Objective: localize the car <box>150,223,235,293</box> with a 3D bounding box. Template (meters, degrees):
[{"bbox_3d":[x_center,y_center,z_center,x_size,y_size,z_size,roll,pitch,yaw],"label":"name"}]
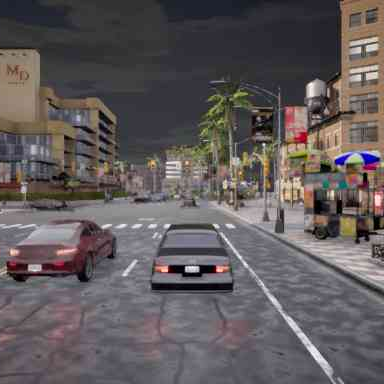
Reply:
[{"bbox_3d":[-0.004,1.547,8.970,2.033,1.411,5.357,0,0,0],"label":"car"}]

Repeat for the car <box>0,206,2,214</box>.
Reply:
[{"bbox_3d":[-20.190,1.477,30.639,5.008,1.535,1.882,0,0,3],"label":"car"}]

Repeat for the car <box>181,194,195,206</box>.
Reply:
[{"bbox_3d":[-0.417,1.491,56.193,2.128,1.511,4.902,0,0,-1],"label":"car"}]

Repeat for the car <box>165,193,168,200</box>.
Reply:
[{"bbox_3d":[-7.753,1.225,81.395,2.150,2.045,5.566,0,0,-1],"label":"car"}]

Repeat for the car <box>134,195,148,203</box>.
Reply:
[{"bbox_3d":[-11.159,1.595,71.320,1.895,1.301,4.718,0,0,-1],"label":"car"}]

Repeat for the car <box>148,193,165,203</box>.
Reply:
[{"bbox_3d":[-7.659,1.355,71.368,2.097,1.767,4.553,0,0,-1],"label":"car"}]

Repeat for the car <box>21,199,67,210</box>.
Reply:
[{"bbox_3d":[-18.962,1.547,42.759,5.357,1.411,2.033,0,0,1],"label":"car"}]

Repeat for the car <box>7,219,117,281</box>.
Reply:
[{"bbox_3d":[-3.510,1.526,9.709,1.812,1.442,4.674,0,0,0],"label":"car"}]

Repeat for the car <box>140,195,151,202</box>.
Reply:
[{"bbox_3d":[-11.248,1.477,80.809,1.882,1.535,5.008,0,0,-1],"label":"car"}]
